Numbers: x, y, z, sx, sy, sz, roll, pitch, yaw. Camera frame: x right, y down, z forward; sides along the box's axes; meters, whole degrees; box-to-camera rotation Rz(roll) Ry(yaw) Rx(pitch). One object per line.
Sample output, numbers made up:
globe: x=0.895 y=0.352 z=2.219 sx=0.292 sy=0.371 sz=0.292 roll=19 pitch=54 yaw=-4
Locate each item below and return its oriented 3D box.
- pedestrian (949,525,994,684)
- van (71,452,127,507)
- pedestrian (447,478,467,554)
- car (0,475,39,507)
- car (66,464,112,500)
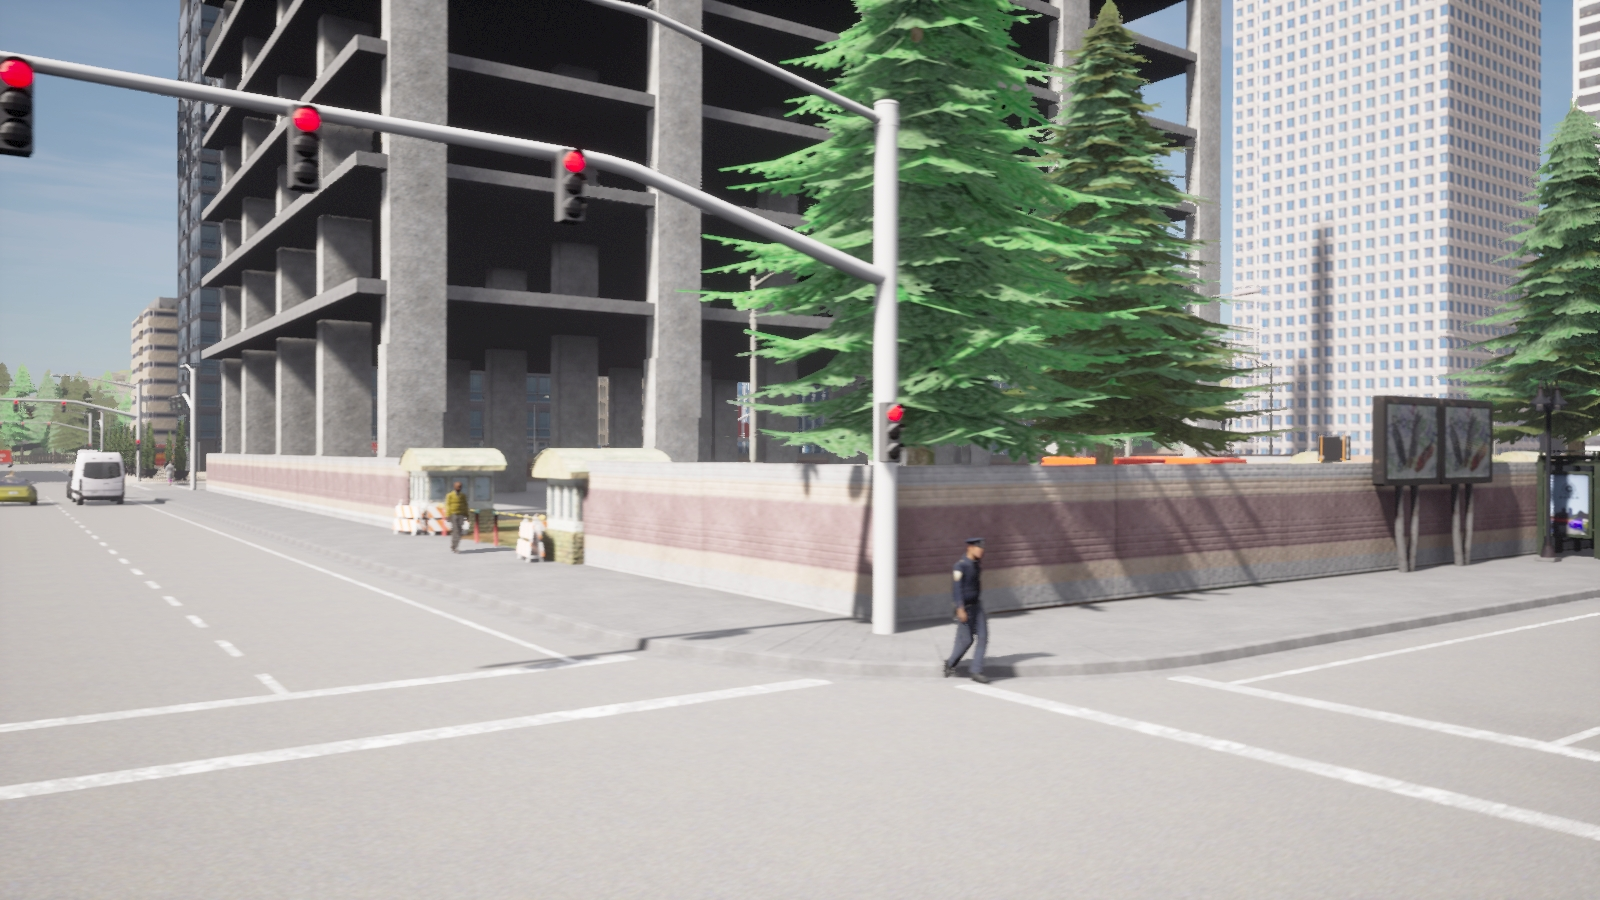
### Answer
pedestrian: x=2.084 y=1.859 z=13.898 sx=0.375 sy=1.860 sz=0.375 roll=0 pitch=0 yaw=-38
van: x=-35.163 y=1.402 z=57.231 sx=1.988 sy=2.561 sz=5.915 roll=0 pitch=0 yaw=-35
pedestrian: x=-8.518 y=1.630 z=28.377 sx=0.375 sy=1.860 sz=0.375 roll=0 pitch=0 yaw=-34
car: x=-38.274 y=1.978 z=55.549 sx=1.994 sy=1.385 sz=4.181 roll=0 pitch=0 yaw=-35
car: x=-39.015 y=1.716 z=62.667 sx=1.905 sy=1.878 sz=3.866 roll=0 pitch=0 yaw=-36
